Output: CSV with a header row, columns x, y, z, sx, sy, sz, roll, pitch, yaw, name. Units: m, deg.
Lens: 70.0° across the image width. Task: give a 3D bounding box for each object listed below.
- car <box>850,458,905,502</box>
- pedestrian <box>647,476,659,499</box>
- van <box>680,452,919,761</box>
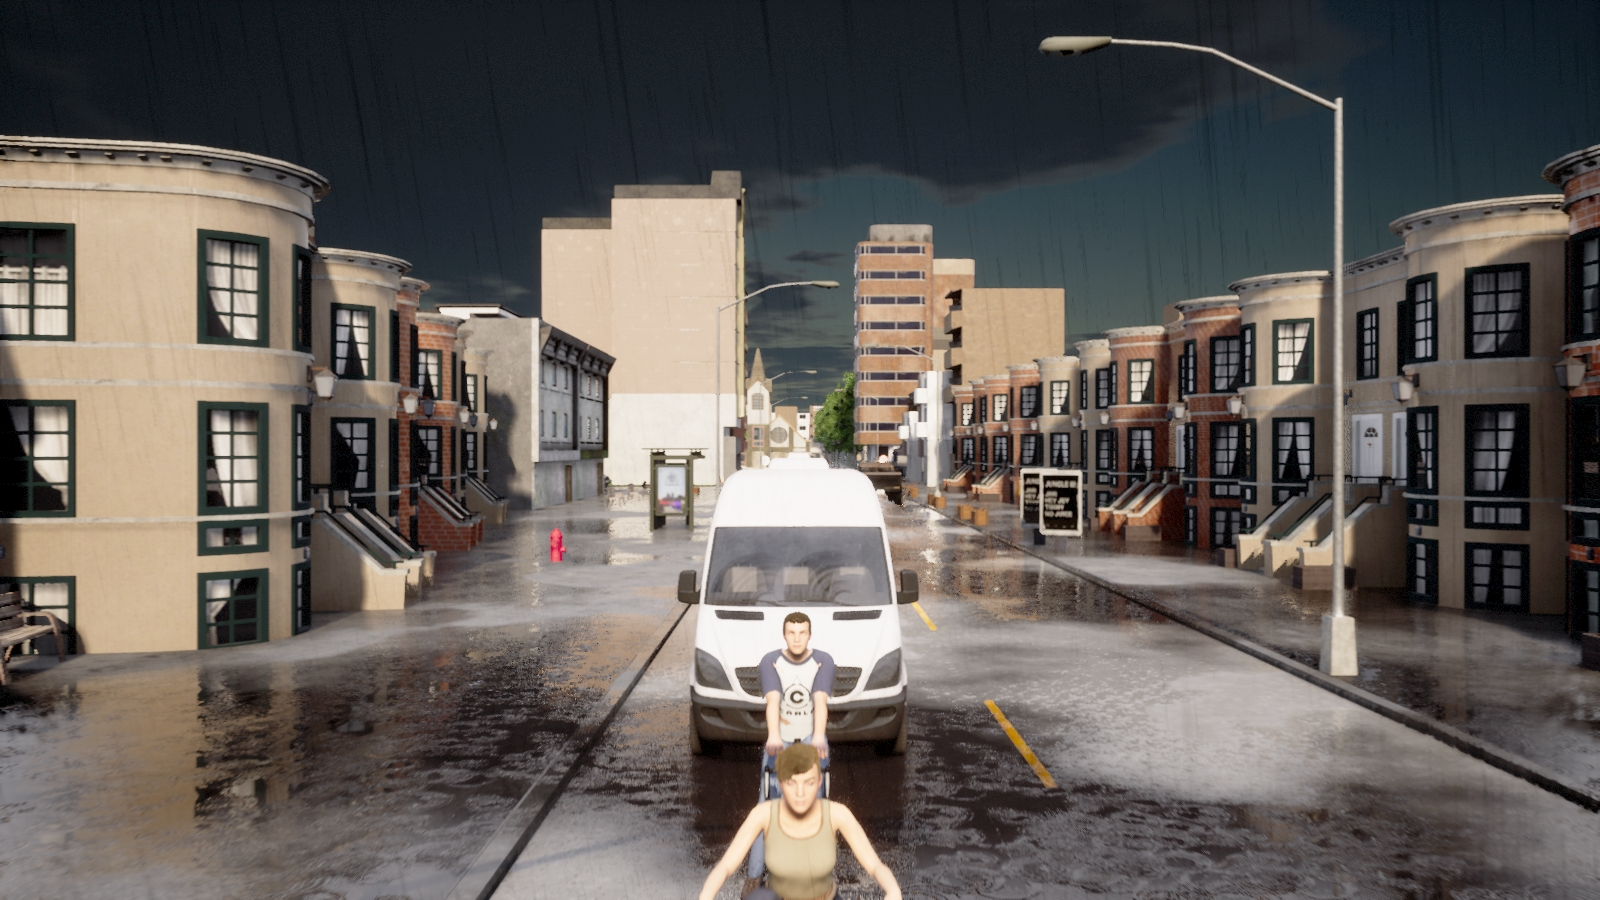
x,y,z,sx,sy,sz,roll,pitch,yaw,name
3.934,1.489,59.241,2.390,2.098,6.274,0,0,0,car
-7.280,1.866,56.745,0.500,1.100,0.500,0,0,4,pedestrian
-0.012,1.304,12.472,1.988,2.561,5.915,0,0,0,van
